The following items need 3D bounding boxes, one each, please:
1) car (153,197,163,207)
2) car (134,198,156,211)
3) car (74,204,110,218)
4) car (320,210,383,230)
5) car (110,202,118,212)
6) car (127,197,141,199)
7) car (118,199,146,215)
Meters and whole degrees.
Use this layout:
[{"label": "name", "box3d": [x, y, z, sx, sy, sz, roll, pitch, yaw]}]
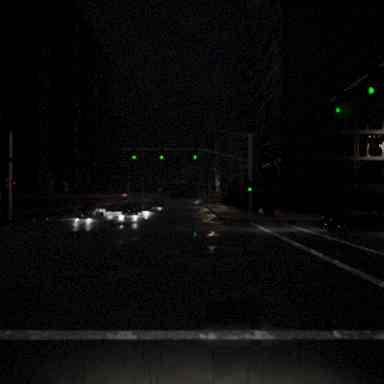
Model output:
[{"label": "car", "box3d": [-6.998, 1.938, 66.541, 2.150, 2.045, 5.566, 0, -1, 0]}, {"label": "car", "box3d": [-7.086, 2.030, 49.918, 2.128, 1.511, 4.902, 0, -1, 0]}, {"label": "car", "box3d": [-10.619, 1.925, 35.030, 2.033, 1.411, 5.357, 0, -1, 1]}, {"label": "car", "box3d": [11.183, 1.842, 22.277, 4.718, 1.301, 1.895, 0, -1, 1]}, {"label": "car", "box3d": [-10.590, 2.114, 47.675, 1.895, 1.301, 4.718, 0, -1, 0]}, {"label": "car", "box3d": [-10.514, 2.234, 63.754, 2.033, 1.411, 5.357, 0, -1, 0]}, {"label": "car", "box3d": [-7.088, 1.932, 39.666, 1.837, 1.490, 4.892, 0, -1, 0]}]
